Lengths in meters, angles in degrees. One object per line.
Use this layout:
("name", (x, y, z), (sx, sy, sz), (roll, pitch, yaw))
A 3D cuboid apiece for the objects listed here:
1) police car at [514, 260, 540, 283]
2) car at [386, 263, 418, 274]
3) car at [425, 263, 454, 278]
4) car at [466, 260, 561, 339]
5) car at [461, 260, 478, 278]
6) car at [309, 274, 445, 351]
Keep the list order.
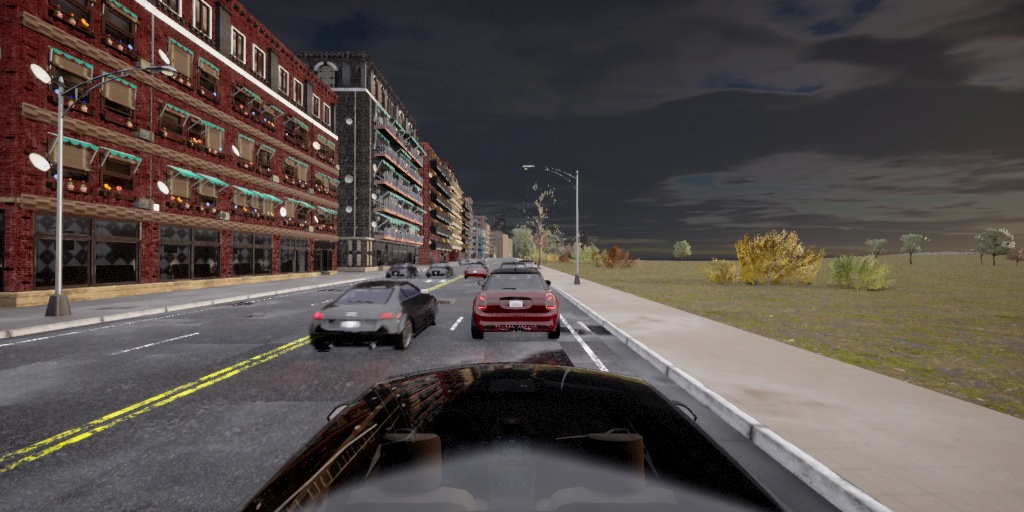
("police car", (1.103, 1.180, 29.502), (1.930, 1.638, 5.238), (0, 0, 0))
("car", (-9.888, 1.319, 32.433), (1.994, 1.385, 4.181), (0, 0, 0))
("car", (-6.640, 1.319, 33.261), (1.994, 1.385, 4.181), (0, 0, 0))
("car", (0.082, 1.104, 10.234), (2.097, 1.767, 4.553), (0, 0, 0))
("car", (-3.190, 1.320, 33.055), (1.994, 1.385, 4.181), (0, 0, 0))
("car", (-3.162, 1.315, 9.026), (1.994, 1.385, 4.181), (0, 0, 0))
